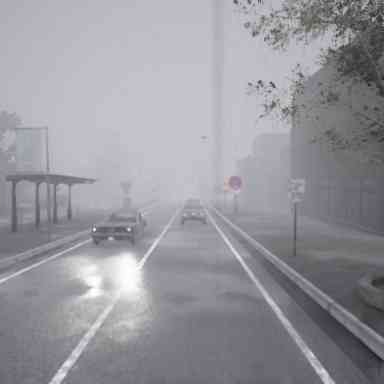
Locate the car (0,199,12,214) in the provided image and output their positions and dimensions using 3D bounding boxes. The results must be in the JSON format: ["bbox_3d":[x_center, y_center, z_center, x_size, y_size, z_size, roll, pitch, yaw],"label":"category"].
[{"bbox_3d":[-22.093,1.586,35.274,4.892,1.521,2.231,0,0,0],"label":"car"}]

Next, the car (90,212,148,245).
[{"bbox_3d":[-3.344,1.646,16.006,1.895,1.301,4.718,0,0,0],"label":"car"}]

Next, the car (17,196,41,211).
[{"bbox_3d":[-21.919,1.600,40.823,5.366,1.575,1.946,0,0,0],"label":"car"}]

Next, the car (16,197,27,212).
[{"bbox_3d":[-22.131,1.623,38.048,4.792,1.488,2.163,0,0,0],"label":"car"}]

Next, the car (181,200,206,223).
[{"bbox_3d":[0.107,1.596,25.670,2.033,1.411,5.357,0,0,0],"label":"car"}]

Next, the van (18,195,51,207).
[{"bbox_3d":[-21.994,1.395,46.374,4.442,1.987,1.878,0,0,0],"label":"van"}]

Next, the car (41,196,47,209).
[{"bbox_3d":[-22.138,1.642,43.600,4.792,1.488,2.163,0,0,0],"label":"car"}]
